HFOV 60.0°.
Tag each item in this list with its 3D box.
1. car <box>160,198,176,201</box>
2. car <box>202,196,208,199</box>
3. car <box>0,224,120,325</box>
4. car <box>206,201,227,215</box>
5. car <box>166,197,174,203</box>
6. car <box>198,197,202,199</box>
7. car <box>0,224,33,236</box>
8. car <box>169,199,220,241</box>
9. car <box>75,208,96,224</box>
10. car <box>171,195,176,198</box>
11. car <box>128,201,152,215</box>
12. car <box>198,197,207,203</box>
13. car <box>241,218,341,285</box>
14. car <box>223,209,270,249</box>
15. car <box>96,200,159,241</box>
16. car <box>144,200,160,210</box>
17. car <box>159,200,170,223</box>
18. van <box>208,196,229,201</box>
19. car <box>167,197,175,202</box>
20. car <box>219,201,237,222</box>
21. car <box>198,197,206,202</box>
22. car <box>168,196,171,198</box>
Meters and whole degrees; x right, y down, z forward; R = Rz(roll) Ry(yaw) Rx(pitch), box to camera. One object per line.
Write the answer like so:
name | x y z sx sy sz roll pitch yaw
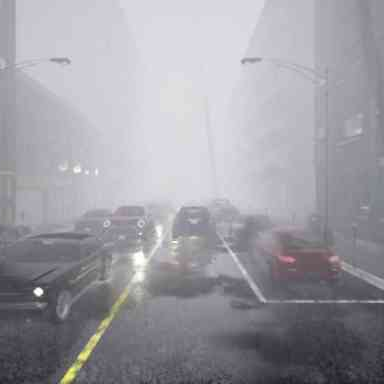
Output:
car | -3.046 1.724 38.000 1.812 1.442 4.674 0 0 0
car | 2.680 1.810 53.707 1.752 1.417 4.829 0 0 0
car | -3.096 1.638 7.286 1.895 1.301 4.718 0 0 0
car | 2.681 1.759 36.967 1.947 1.339 4.313 0 0 0
car | -5.702 2.018 86.690 1.887 1.381 4.507 0 0 0
car | 0.098 1.775 47.386 1.812 1.442 4.674 0 0 0
car | -5.698 1.613 9.362 1.947 1.339 4.313 0 0 0
car | 0.099 1.441 17.513 2.097 1.767 4.553 0 0 0
car | -5.699 1.670 20.409 1.947 1.339 4.313 0 0 0
car | -5.701 2.007 81.166 1.947 1.339 4.313 0 0 0
car | -5.700 1.737 36.979 1.887 1.381 4.507 0 0 0
car | 2.679 2.025 86.676 2.008 1.369 4.403 -1 0 0
car | 2.683 1.630 9.350 1.802 1.307 4.206 0 0 0
car | 2.682 1.642 14.873 1.947 1.339 4.313 0 0 0
car | -3.090 1.439 17.012 2.097 1.767 4.553 0 0 0
car | -5.700 1.834 48.026 1.802 1.307 4.206 0 0 0
car | -3.088 1.663 26.693 1.812 1.442 4.674 0 0 0
van | 2.680 1.505 31.445 1.690 1.788 3.998 0 0 0
car | -5.702 2.050 92.213 1.887 1.381 4.507 0 0 0
car | 2.682 1.679 25.920 1.887 1.381 4.507 0 0 0
car | 2.679 2.057 92.200 2.008 1.369 4.403 -1 0 0
car | -5.702 1.870 64.426 1.752 1.417 4.829 0 0 0
